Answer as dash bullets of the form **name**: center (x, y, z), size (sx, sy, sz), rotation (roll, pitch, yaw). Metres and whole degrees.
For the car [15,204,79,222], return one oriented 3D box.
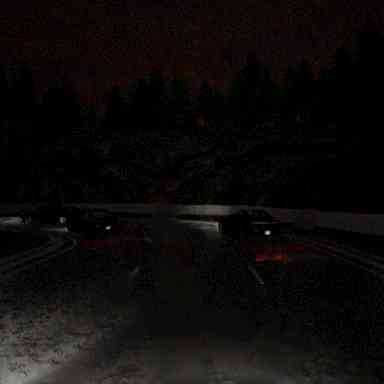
- **car**: center (-12.825, 1.814, 29.655), size (4.892, 1.490, 1.837), rotation (0, -2, 3)

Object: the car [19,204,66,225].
- **car**: center (-10.881, 1.750, 26.196), size (5.008, 1.535, 1.882), rotation (0, -2, 13)

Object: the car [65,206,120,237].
- **car**: center (-5.792, 1.730, 19.593), size (1.812, 1.442, 4.674), rotation (1, -1, -35)

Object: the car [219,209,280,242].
- **car**: center (2.899, 1.678, 17.742), size (2.128, 1.511, 4.902), rotation (0, -1, -14)
